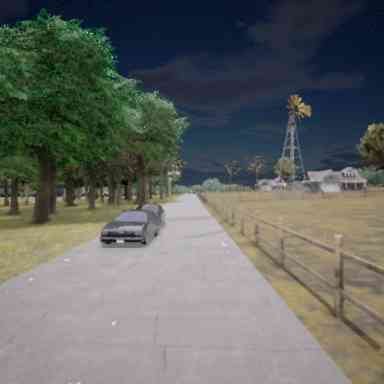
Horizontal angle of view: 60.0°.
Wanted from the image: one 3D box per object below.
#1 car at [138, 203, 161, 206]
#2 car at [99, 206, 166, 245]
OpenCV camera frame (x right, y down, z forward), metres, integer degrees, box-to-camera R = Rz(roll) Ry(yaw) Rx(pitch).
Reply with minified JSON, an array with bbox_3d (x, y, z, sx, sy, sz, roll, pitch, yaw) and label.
[{"bbox_3d":[-2.772,1.496,21.516,1.837,1.490,4.892,0,1,1],"label":"car"},{"bbox_3d":[-2.686,1.574,15.689,2.033,1.411,5.357,0,-1,3],"label":"car"}]
